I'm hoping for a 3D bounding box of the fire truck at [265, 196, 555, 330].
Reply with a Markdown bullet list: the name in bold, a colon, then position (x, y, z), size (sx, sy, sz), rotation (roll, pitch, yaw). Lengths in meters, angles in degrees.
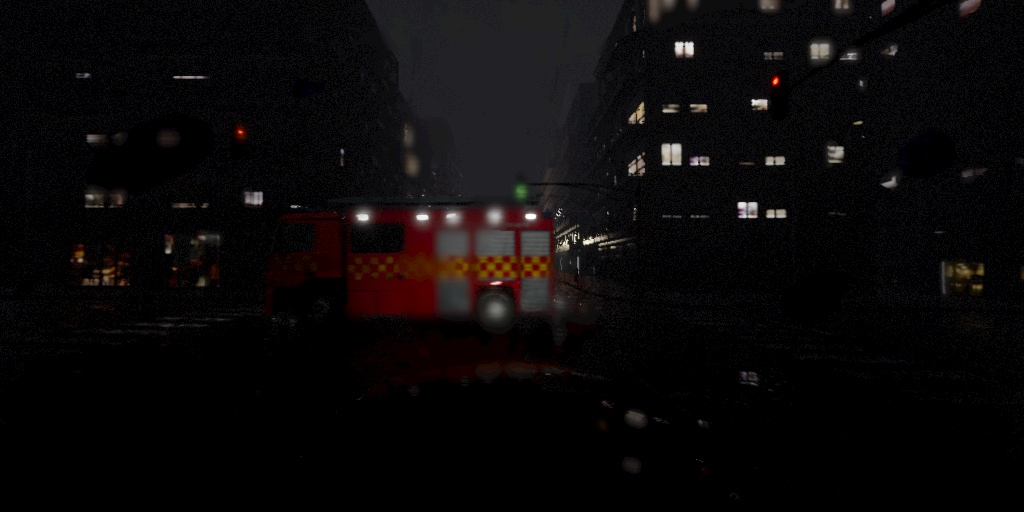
- **fire truck**: position (-2.906, 0.156, 11.584), size (8.468, 3.827, 2.891), rotation (-1, -1, 0)
